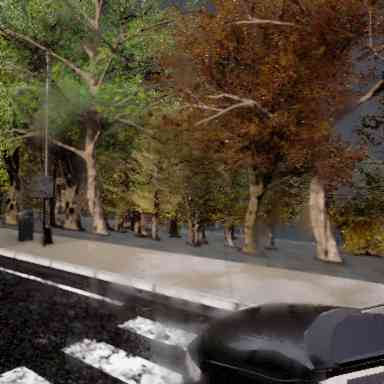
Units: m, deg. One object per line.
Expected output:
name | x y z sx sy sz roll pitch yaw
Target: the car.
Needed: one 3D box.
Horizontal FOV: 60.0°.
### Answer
car | 2.127 1.496 2.168 4.902 1.511 2.128 1 0 35
